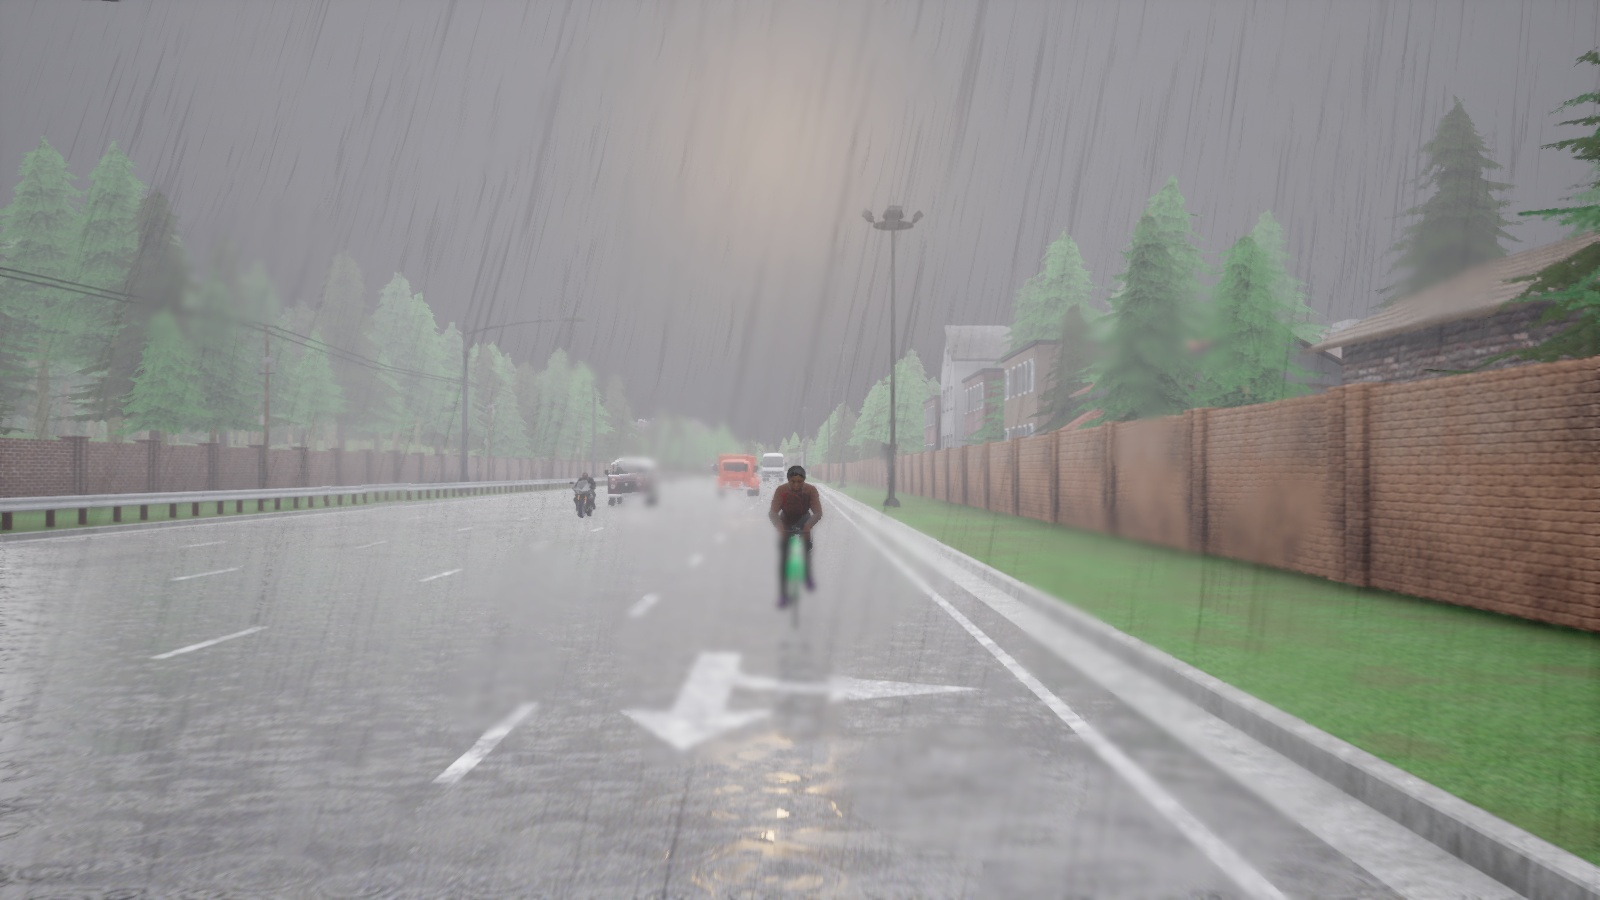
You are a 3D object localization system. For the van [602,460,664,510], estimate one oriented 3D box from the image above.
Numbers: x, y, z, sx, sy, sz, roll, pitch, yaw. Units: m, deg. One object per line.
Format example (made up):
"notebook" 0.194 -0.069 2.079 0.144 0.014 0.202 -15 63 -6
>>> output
"van" -7.133 1.473 54.117 2.069 2.038 4.480 0 -1 0

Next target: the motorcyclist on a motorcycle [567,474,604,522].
"motorcyclist on a motorcycle" -7.102 1.575 41.618 0.866 1.530 2.191 0 -1 0

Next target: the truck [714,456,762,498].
"truck" -3.686 1.604 75.370 2.627 2.467 5.204 0 -1 0

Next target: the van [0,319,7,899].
"van" -3.505 0.580 1.670 2.069 2.038 4.480 0 -1 0

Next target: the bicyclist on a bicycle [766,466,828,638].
"bicyclist on a bicycle" -0.032 0.982 12.794 0.582 1.620 1.656 0 0 0
